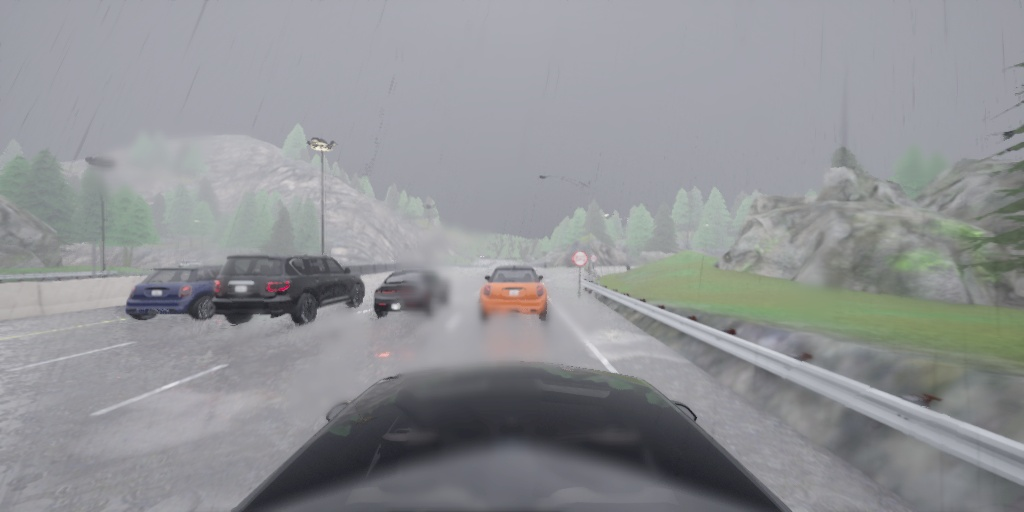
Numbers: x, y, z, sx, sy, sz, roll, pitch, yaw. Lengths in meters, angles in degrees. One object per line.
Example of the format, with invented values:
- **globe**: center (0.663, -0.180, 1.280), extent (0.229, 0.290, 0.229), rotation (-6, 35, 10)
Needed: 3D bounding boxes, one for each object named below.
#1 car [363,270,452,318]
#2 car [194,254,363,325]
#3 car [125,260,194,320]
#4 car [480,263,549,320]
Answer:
- **car**: center (-3.415, 1.249, 13.037), extent (1.837, 1.490, 4.892), rotation (0, 0, 0)
- **car**: center (-6.915, 0.965, 11.878), extent (2.150, 2.045, 5.566), rotation (0, 0, 0)
- **car**: center (-10.416, 1.097, 12.648), extent (2.097, 1.767, 4.553), rotation (0, 0, 0)
- **car**: center (0.084, 1.095, 12.651), extent (2.097, 1.767, 4.553), rotation (0, 0, 0)
